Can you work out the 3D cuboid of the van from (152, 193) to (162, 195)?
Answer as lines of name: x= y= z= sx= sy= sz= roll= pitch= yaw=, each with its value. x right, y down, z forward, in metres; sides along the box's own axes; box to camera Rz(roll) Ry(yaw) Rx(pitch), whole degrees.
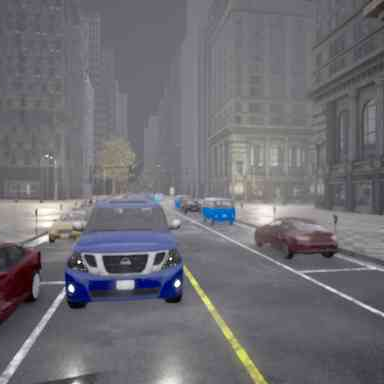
van: x=-7.689 y=1.256 z=76.911 sx=1.690 sy=1.788 sz=3.998 roll=0 pitch=0 yaw=-10

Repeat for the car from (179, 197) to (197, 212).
car: x=-0.145 y=1.496 z=34.060 sx=1.887 sy=1.381 sz=4.507 roll=0 pitch=0 yaw=-10

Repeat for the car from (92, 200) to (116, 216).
car: x=-8.574 y=1.500 z=32.597 sx=1.887 sy=1.381 sz=4.507 roll=0 pitch=0 yaw=-10

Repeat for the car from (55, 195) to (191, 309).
car: x=-1.588 y=1.209 z=8.334 sx=2.150 sy=2.045 sz=5.566 roll=0 pitch=0 yaw=-10

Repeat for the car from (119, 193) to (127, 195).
car: x=-15.128 y=1.448 z=69.950 sx=1.752 sy=1.417 sz=4.829 roll=0 pitch=0 yaw=-10

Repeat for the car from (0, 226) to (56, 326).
car: x=-3.785 y=1.537 z=5.388 sx=1.887 sy=1.381 sz=4.507 roll=0 pitch=0 yaw=-10

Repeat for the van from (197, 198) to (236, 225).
van: x=1.767 y=1.307 z=23.177 sx=1.690 sy=1.788 sz=3.998 roll=0 pitch=0 yaw=-10

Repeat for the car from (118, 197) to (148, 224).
car: x=-4.468 y=1.316 z=25.278 sx=2.097 sy=1.767 sz=4.553 roll=0 pitch=0 yaw=-10

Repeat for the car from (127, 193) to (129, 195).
car: x=-16.983 y=1.462 z=80.539 sx=1.887 sy=1.381 sz=4.507 roll=0 pitch=0 yaw=-10

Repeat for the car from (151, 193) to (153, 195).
car: x=-8.627 y=1.479 z=82.242 sx=1.947 sy=1.339 sz=4.313 roll=0 pitch=0 yaw=-10

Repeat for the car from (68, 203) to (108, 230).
car: x=-6.658 y=1.514 z=21.714 sx=1.887 sy=1.381 sz=4.507 roll=0 pitch=0 yaw=-10

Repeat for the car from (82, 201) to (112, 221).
car: x=-7.616 y=1.507 z=27.156 sx=1.887 sy=1.381 sz=4.507 roll=0 pitch=0 yaw=-10

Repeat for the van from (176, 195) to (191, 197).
van: x=-1.100 y=1.286 z=39.502 sx=1.690 sy=1.788 sz=3.998 roll=0 pitch=0 yaw=-10

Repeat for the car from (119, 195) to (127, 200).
car: x=-18.814 y=1.465 z=90.957 sx=2.008 sy=1.369 sz=4.403 roll=0 pitch=0 yaw=-10

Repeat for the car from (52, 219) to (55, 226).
car: x=-5.671 y=1.503 z=16.105 sx=1.752 sy=1.417 sz=4.829 roll=0 pitch=0 yaw=-10

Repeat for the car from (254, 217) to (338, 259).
car: x=3.677 y=1.563 z=12.293 sx=1.802 sy=1.307 sz=4.206 roll=0 pitch=0 yaw=-10
